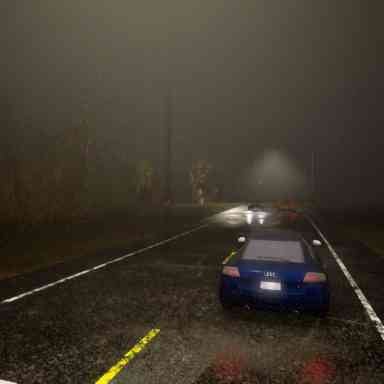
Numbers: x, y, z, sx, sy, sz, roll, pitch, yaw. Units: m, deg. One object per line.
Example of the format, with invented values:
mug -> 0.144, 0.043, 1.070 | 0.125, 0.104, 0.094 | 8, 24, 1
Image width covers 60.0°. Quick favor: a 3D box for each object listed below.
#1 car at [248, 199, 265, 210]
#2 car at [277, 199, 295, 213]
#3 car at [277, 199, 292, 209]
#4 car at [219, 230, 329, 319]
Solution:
car -> 8.210, 1.616, 42.349 | 1.895, 1.301, 4.718 | 0, 0, 14
car -> 10.630, 1.486, 37.604 | 1.882, 1.535, 5.008 | 0, 0, 15
car -> 13.075, 1.628, 47.363 | 1.895, 1.301, 4.718 | 0, 0, 13
car -> 1.938, 1.563, 7.569 | 1.994, 1.385, 4.181 | 0, 0, 17
